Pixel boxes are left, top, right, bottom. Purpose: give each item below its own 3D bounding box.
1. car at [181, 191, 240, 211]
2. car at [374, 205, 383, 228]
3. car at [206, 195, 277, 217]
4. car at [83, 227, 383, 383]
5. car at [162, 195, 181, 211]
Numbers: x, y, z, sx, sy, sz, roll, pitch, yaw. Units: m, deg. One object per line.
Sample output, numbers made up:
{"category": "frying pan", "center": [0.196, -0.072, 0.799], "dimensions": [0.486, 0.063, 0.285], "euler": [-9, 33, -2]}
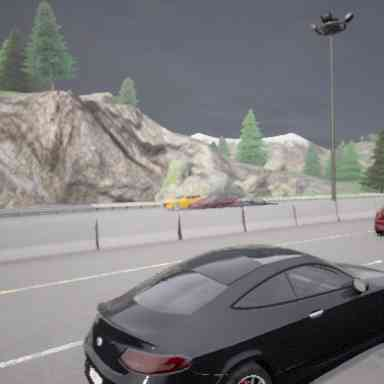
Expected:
{"category": "car", "center": [1.983, 0.977, 25.659], "dimensions": [5.008, 1.535, 1.882], "euler": [-2, 1, -29]}
{"category": "car", "center": [9.672, 0.873, 13.698], "dimensions": [4.553, 1.767, 2.097], "euler": [-2, 1, -29]}
{"category": "car", "center": [3.616, 1.114, 22.591], "dimensions": [4.718, 1.301, 1.895], "euler": [-2, 1, -29]}
{"category": "car", "center": [1.023, 1.427, 4.312], "dimensions": [4.674, 1.442, 1.812], "euler": [-2, 1, -34]}
{"category": "car", "center": [-0.474, 0.920, 32.292], "dimensions": [5.008, 1.535, 1.882], "euler": [-2, 1, -29]}
